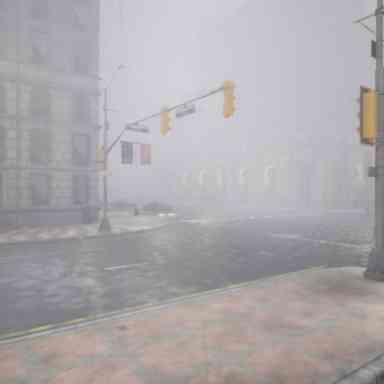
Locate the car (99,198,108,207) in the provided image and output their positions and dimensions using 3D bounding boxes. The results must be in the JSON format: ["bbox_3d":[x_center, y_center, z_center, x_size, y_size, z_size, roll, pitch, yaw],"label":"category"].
[{"bbox_3d":[-14.703,1.607,52.222,1.994,1.385,4.181,0,0,-35],"label":"car"}]

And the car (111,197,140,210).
[{"bbox_3d":[-8.985,1.643,44.109,1.895,1.301,4.718,0,0,-35],"label":"car"}]

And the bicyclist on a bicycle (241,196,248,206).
[{"bbox_3d":[8.076,1.384,51.136,1.656,1.620,0.582,0,0,-36],"label":"bicyclist on a bicycle"}]

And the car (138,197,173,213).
[{"bbox_3d":[-3.849,1.606,36.951,1.994,1.385,4.181,0,0,-36],"label":"car"}]
